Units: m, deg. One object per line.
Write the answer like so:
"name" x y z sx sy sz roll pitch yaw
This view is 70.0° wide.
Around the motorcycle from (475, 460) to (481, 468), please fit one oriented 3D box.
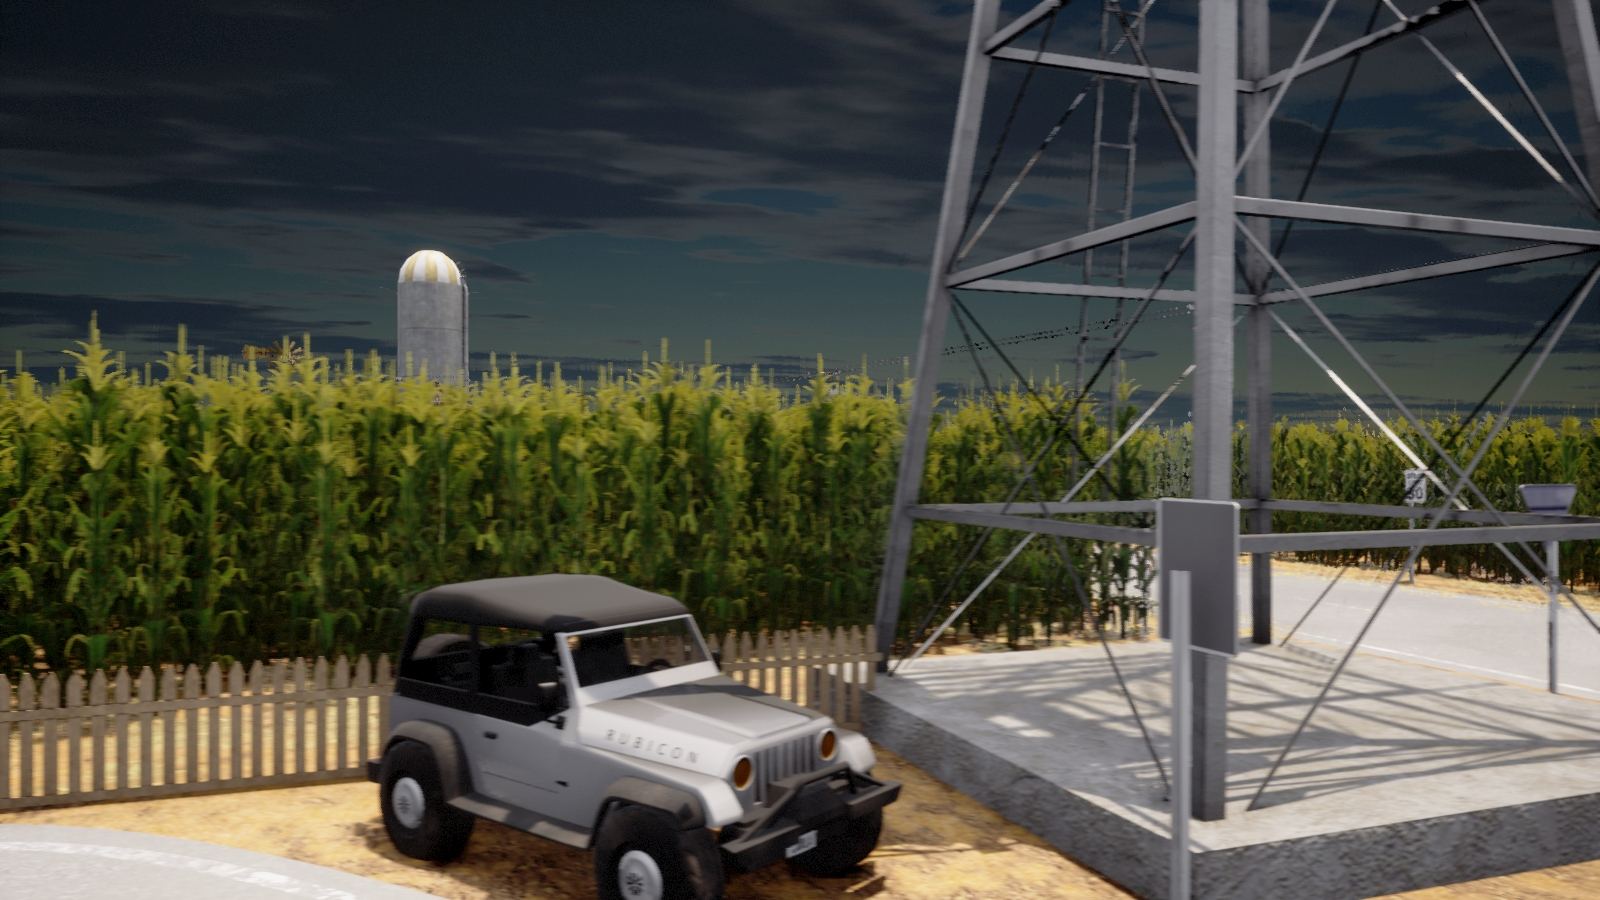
"motorcycle" -50.561 2.188 179.434 0.764 1.307 2.356 0 0 -20
